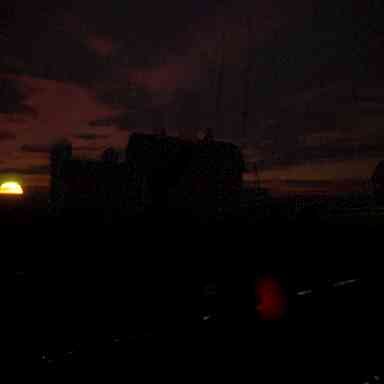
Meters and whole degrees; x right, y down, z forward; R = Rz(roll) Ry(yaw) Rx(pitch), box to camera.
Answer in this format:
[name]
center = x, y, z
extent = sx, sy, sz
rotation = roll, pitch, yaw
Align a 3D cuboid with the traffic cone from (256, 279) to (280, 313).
[traffic cone]
center = 1.497, 1.995, 6.518
extent = 0.340, 0.580, 0.340
rotation = 1, 0, -35
